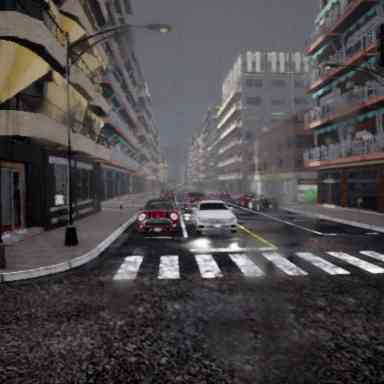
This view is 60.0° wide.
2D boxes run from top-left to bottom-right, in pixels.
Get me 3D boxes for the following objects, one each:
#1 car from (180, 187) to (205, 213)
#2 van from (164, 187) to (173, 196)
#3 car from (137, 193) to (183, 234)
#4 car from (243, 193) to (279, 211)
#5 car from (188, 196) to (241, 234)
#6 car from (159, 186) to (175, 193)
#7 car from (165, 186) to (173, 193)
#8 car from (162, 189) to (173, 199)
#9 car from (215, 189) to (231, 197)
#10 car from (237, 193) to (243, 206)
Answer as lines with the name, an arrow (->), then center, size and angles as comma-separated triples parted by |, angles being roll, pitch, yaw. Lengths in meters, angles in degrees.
car -> 0.294, 0.714, 27.680 | 2.097, 1.767, 4.553 | -1, 1, -3
van -> -4.732, -0.148, 67.127 | 1.690, 1.788, 3.998 | -1, 1, -3
car -> -1.620, 1.072, 16.488 | 1.967, 1.590, 4.097 | -1, 1, -3
car -> 6.055, 0.851, 28.251 | 2.008, 1.369, 4.403 | -1, 1, -3
car -> 0.969, 1.132, 16.646 | 1.812, 1.442, 4.674 | -1, 1, -3
car -> -3.350, 0.325, 44.618 | 2.192, 1.841, 5.009 | -1, 1, -3
car -> -6.116, -0.675, 89.633 | 2.192, 1.841, 5.009 | -1, 1, -3
car -> -4.028, 0.290, 55.707 | 1.752, 1.417, 4.829 | -1, 1, -3
car -> 4.671, 0.243, 50.755 | 1.967, 1.590, 4.097 | -1, 1, -3
car -> 5.709, 0.721, 33.876 | 1.887, 1.381, 4.507 | -1, 1, -3
